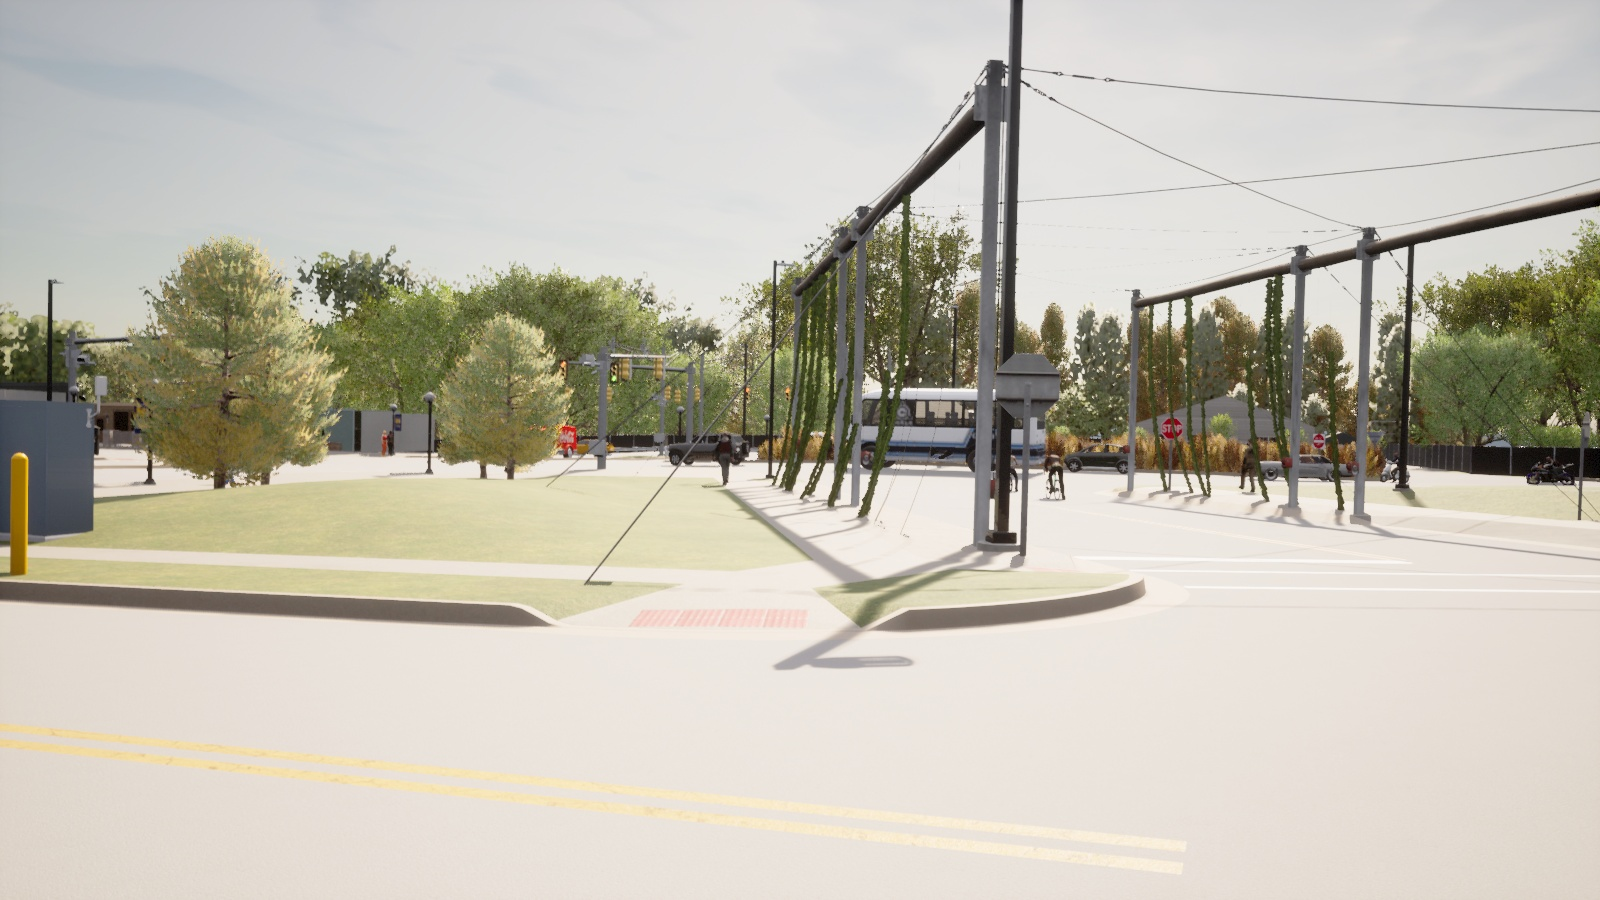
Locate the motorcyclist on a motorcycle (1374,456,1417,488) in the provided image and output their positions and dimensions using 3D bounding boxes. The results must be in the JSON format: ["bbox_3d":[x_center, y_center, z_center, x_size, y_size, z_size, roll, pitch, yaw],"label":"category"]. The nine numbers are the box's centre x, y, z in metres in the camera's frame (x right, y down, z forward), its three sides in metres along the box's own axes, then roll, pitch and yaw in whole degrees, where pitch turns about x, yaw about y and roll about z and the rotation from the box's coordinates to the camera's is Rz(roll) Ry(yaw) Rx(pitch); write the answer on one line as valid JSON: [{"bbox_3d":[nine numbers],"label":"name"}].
[{"bbox_3d":[31.291,1.178,65.990,1.817,1.590,0.866,2,1,-13],"label":"motorcyclist on a motorcycle"}]

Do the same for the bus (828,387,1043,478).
[{"bbox_3d":[7.005,-0.991,64.827,10.273,4.253,3.944,2,2,19],"label":"bus"}]

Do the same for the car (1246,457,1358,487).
[{"bbox_3d":[24.598,1.066,61.683,4.718,1.301,1.895,2,1,8],"label":"car"}]

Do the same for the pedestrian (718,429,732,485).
[{"bbox_3d":[-2.537,0.237,42.532,0.376,1.854,0.720,2,2,-6],"label":"pedestrian"}]

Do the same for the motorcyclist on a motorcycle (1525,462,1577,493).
[{"bbox_3d":[39.401,1.447,65.925,2.191,1.530,0.866,1,0,23],"label":"motorcyclist on a motorcycle"}]

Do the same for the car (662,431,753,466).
[{"bbox_3d":[-5.107,-0.106,69.062,4.605,1.855,1.932,1,1,19],"label":"car"}]

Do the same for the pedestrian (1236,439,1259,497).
[{"bbox_3d":[15.146,0.611,42.478,0.396,1.930,0.692,2,2,-5],"label":"pedestrian"}]

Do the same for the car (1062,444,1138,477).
[{"bbox_3d":[15.698,0.548,65.671,3.705,1.549,1.789,2,2,19],"label":"car"}]

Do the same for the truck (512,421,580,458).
[{"bbox_3d":[-17.946,-0.716,88.949,2.627,2.467,5.204,2,0,15],"label":"truck"}]
